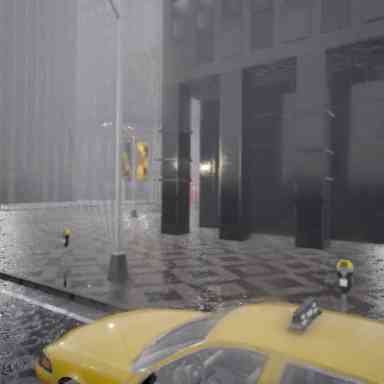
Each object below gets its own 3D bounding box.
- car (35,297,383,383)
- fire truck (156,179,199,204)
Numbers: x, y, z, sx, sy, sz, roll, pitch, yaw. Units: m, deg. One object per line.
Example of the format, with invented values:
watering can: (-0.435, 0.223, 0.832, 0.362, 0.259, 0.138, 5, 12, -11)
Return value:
car: (0.621, 1.524, 2.629, 4.829, 1.417, 1.752, 0, 1, 35)
fire truck: (-1.472, -0.048, 48.998, 2.891, 3.827, 8.468, 1, 1, 35)
